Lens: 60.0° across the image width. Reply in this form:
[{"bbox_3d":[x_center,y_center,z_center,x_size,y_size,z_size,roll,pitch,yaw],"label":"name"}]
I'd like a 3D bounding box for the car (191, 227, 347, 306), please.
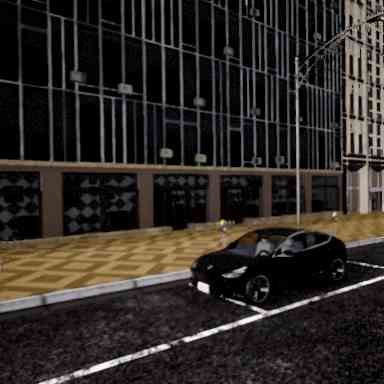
[{"bbox_3d":[2.002,1.547,7.998,4.313,1.339,1.947,0,-1,-35],"label":"car"}]
